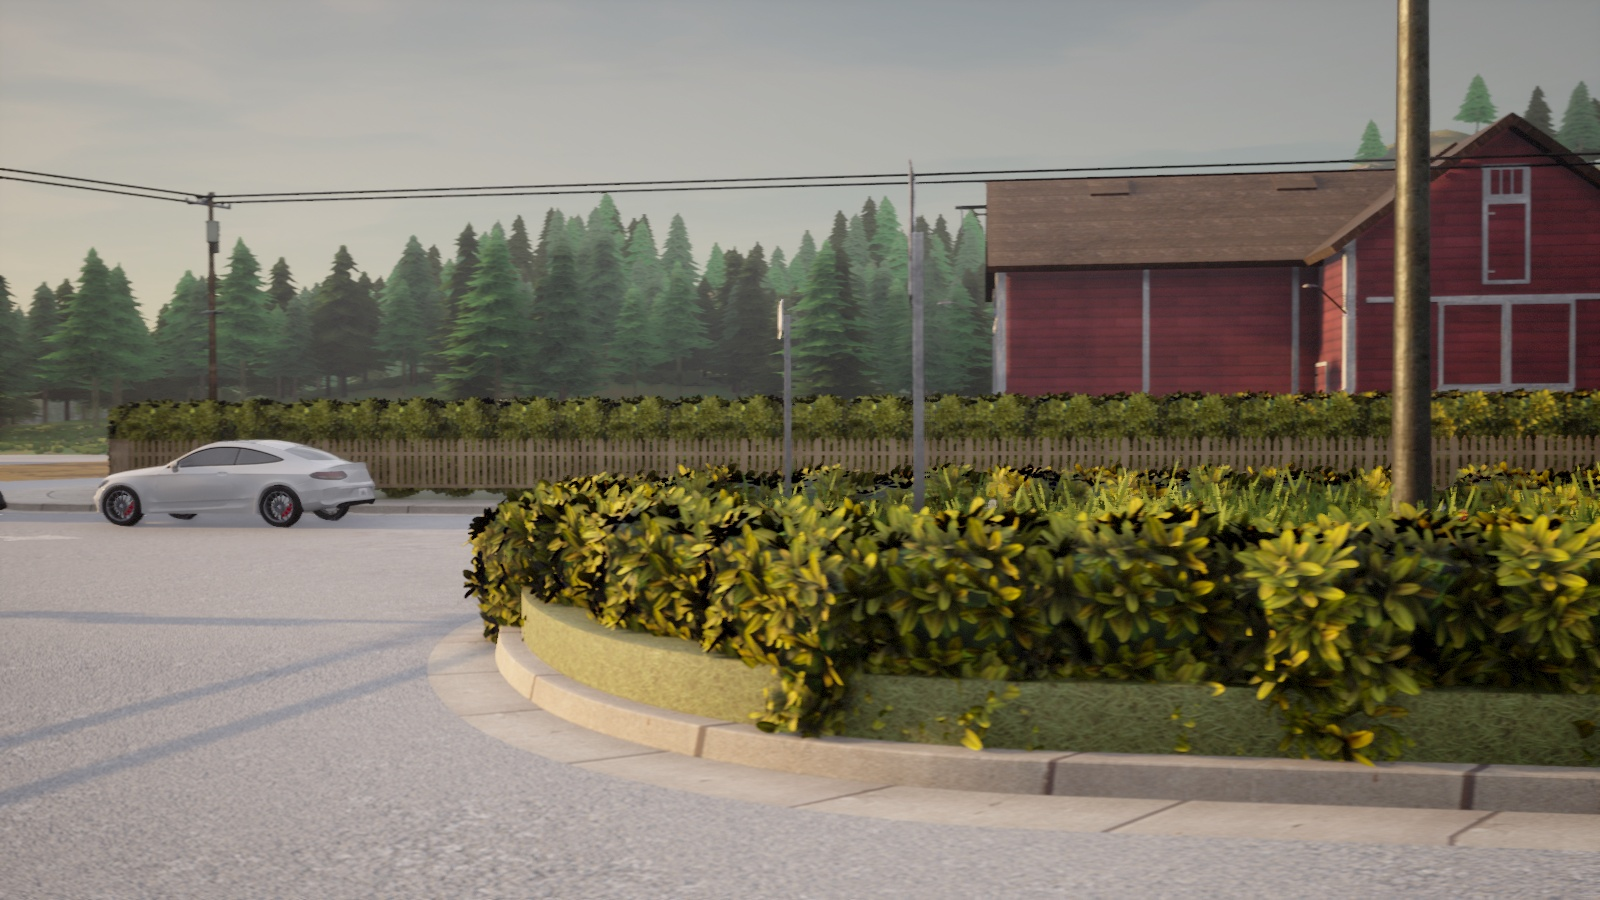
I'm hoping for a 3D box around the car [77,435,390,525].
[{"bbox_3d":[-9.713,0.477,21.685,4.674,1.442,1.812,0,1,8],"label":"car"}]
